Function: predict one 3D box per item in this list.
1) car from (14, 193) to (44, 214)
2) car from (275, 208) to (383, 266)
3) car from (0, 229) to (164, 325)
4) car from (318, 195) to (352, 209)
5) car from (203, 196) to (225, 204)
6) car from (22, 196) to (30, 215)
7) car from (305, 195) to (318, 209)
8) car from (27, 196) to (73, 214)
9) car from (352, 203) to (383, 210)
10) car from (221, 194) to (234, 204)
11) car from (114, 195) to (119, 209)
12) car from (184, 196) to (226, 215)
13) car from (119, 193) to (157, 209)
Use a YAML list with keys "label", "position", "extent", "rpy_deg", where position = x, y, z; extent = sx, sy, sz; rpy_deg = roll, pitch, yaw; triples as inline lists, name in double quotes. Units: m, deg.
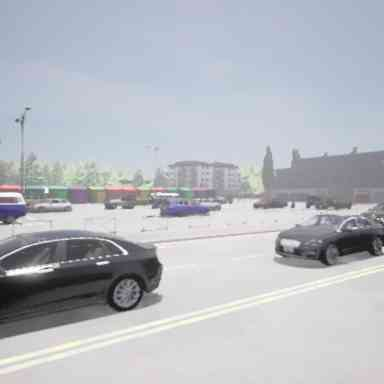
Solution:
- label: "car"
  position: [-17.449, 1.196, 38.231]
  extent: [4.605, 1.855, 1.932]
  rpy_deg: [0, 0, -35]
- label: "car"
  position: [5.023, 1.547, 11.852]
  extent: [4.902, 1.511, 2.128]
  rpy_deg: [0, 0, -35]
- label: "car"
  position: [-2.876, 1.512, 6.227]
  extent: [4.892, 1.490, 1.837]
  rpy_deg: [1, 0, -35]
- label: "car"
  position: [18.923, 1.359, 43.203]
  extent: [4.605, 1.855, 1.932]
  rpy_deg: [0, 0, -35]
- label: "car"
  position: [4.268, 1.603, 63.965]
  extent: [3.806, 1.475, 1.970]
  rpy_deg: [0, 0, -35]
- label: "car"
  position: [-15.859, 1.407, 36.069]
  extent: [3.905, 1.438, 1.784]
  rpy_deg: [0, 0, -35]
- label: "car"
  position: [17.296, 1.362, 45.597]
  extent: [3.866, 1.878, 1.905]
  rpy_deg: [0, 0, -35]
- label: "car"
  position: [-14.187, 1.438, 33.705]
  extent: [3.806, 1.475, 1.970]
  rpy_deg: [0, 0, -35]
- label: "car"
  position: [12.784, 1.497, 21.576]
  extent: [4.553, 1.767, 2.097]
  rpy_deg: [0, 0, -35]
- label: "car"
  position: [5.932, 1.364, 61.596]
  extent: [3.866, 1.878, 1.905]
  rpy_deg: [0, 0, -35]
- label: "car"
  position: [-9.980, 1.484, 53.862]
  extent: [3.905, 1.438, 1.784]
  rpy_deg: [0, 0, -35]
- label: "car"
  position: [1.473, 1.514, 37.718]
  extent: [3.806, 1.475, 1.970]
  rpy_deg: [0, 0, -35]
- label: "car"
  position: [-8.359, 1.272, 51.461]
  extent: [4.605, 1.855, 1.932]
  rpy_deg: [0, 0, -35]
